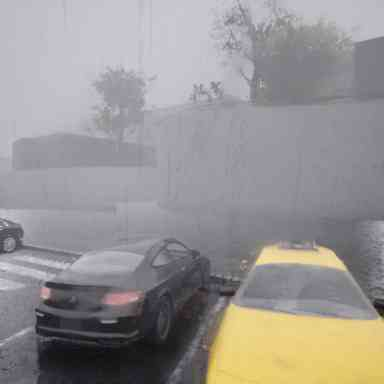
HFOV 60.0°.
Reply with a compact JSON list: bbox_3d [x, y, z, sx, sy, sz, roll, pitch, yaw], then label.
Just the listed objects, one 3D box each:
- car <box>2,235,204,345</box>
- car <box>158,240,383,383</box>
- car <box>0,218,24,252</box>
[{"bbox_3d":[-0.933,1.555,6.465,2.002,1.452,4.674,0,-1,16],"label":"car"},{"bbox_3d":[1.448,1.493,4.554,1.946,1.575,5.366,0,-1,16],"label":"car"},{"bbox_3d":[-8.195,1.579,11.680,2.231,1.521,4.892,0,-1,16],"label":"car"}]
